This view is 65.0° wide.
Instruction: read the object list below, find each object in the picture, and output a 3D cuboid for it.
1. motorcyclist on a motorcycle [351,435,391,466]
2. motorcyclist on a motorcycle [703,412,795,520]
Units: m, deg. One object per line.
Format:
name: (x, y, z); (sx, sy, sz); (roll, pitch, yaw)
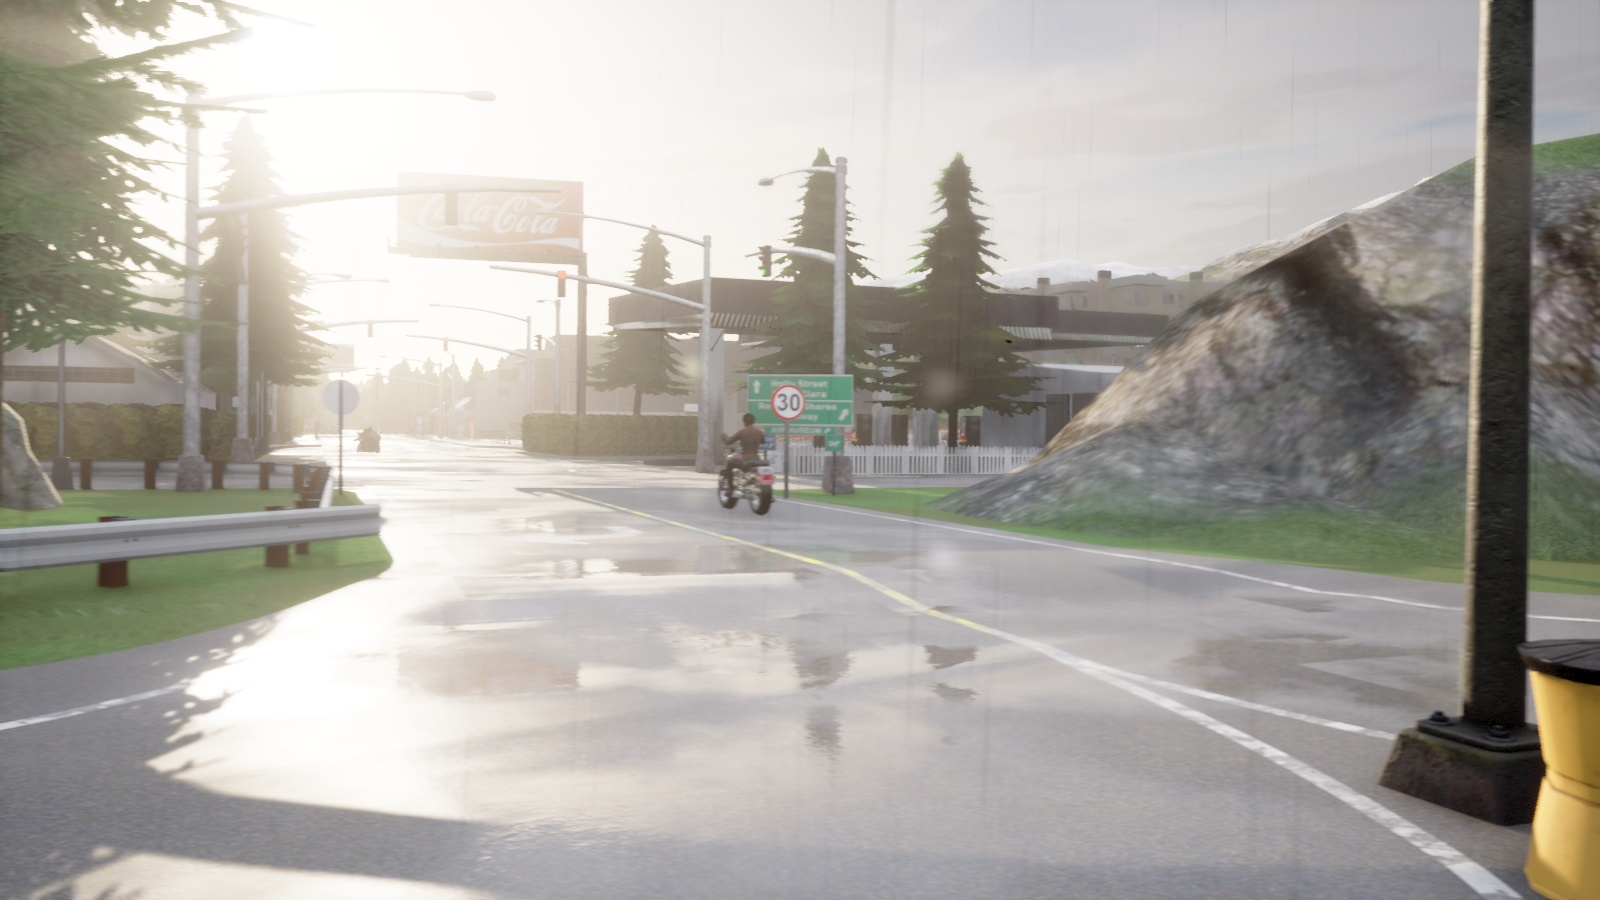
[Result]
motorcyclist on a motorcycle: (-21.719, 0.020, 63.526); (2.191, 1.530, 0.866); (1, 4, 41)
motorcyclist on a motorcycle: (-0.867, 0.229, 20.449); (0.766, 1.649, 2.350); (-1, 1, -21)
